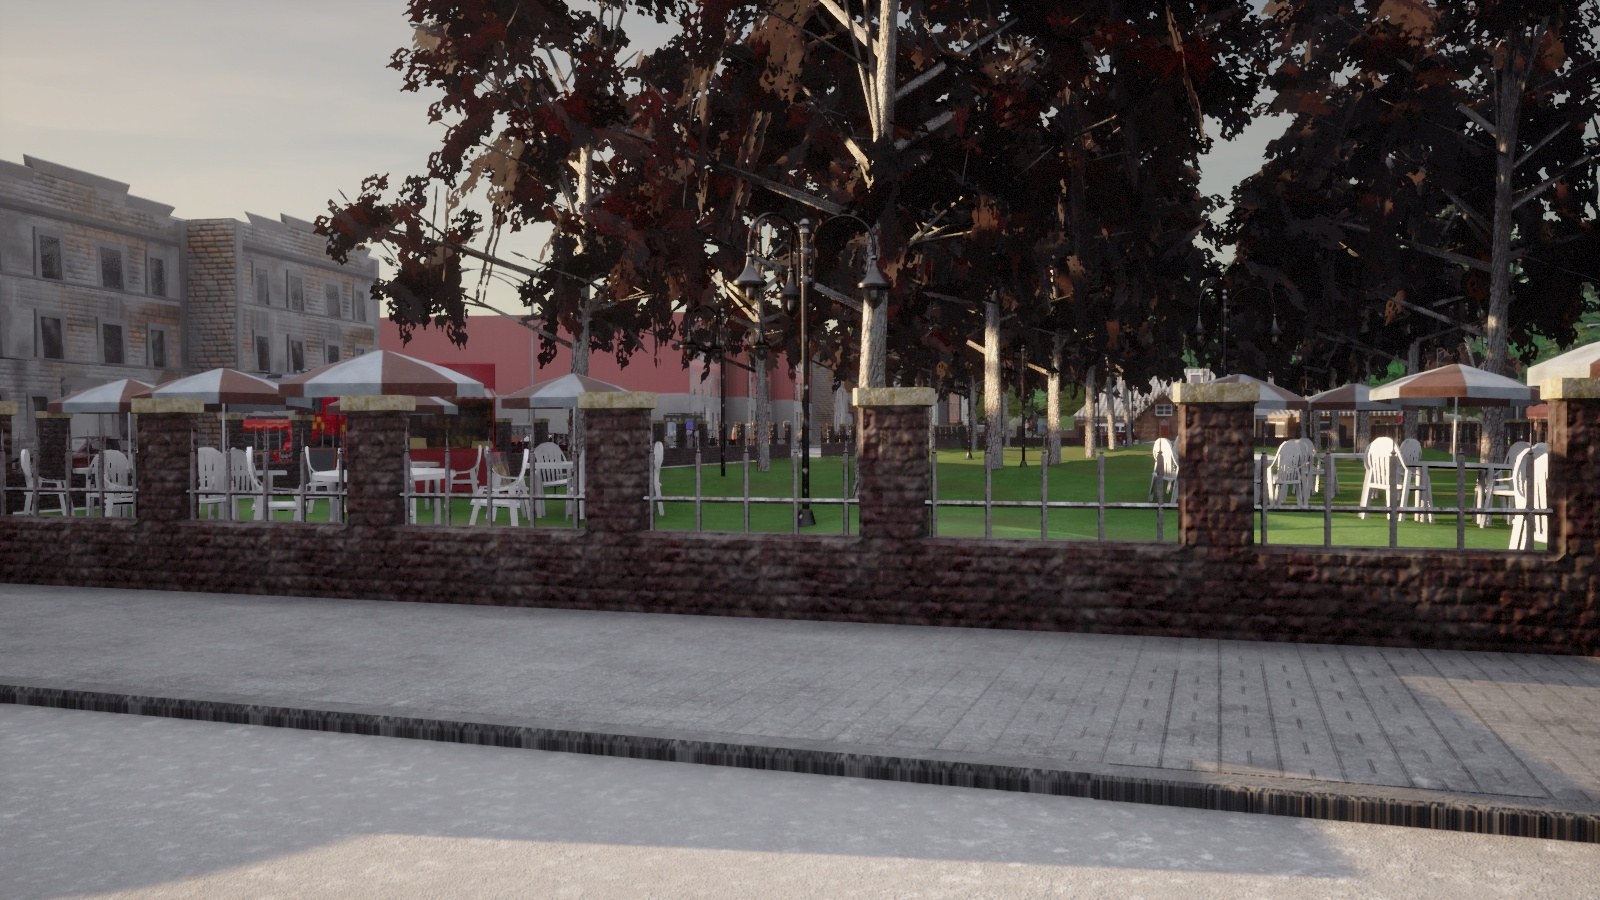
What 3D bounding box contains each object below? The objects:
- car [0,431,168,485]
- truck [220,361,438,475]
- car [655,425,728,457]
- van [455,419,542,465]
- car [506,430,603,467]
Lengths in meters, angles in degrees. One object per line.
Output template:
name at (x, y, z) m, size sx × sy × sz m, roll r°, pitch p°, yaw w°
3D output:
car at (-20.693, 0.180, 36.370) m, size 1.816 × 1.474 × 4.193 m, roll 1°, pitch 1°, yaw 18°
truck at (-17.227, -1.152, 46.771) m, size 2.891 × 3.827 × 8.468 m, roll 1°, pitch 1°, yaw 18°
car at (-5.846, -0.511, 68.335) m, size 2.152 × 1.651 × 5.027 m, roll 1°, pitch 1°, yaw 19°
van at (-13.722, -0.390, 57.344) m, size 1.775 × 1.987 × 4.442 m, roll 1°, pitch 1°, yaw 18°
car at (-10.540, -0.104, 54.244) m, size 1.882 × 1.535 × 5.008 m, roll 1°, pitch 1°, yaw 18°
